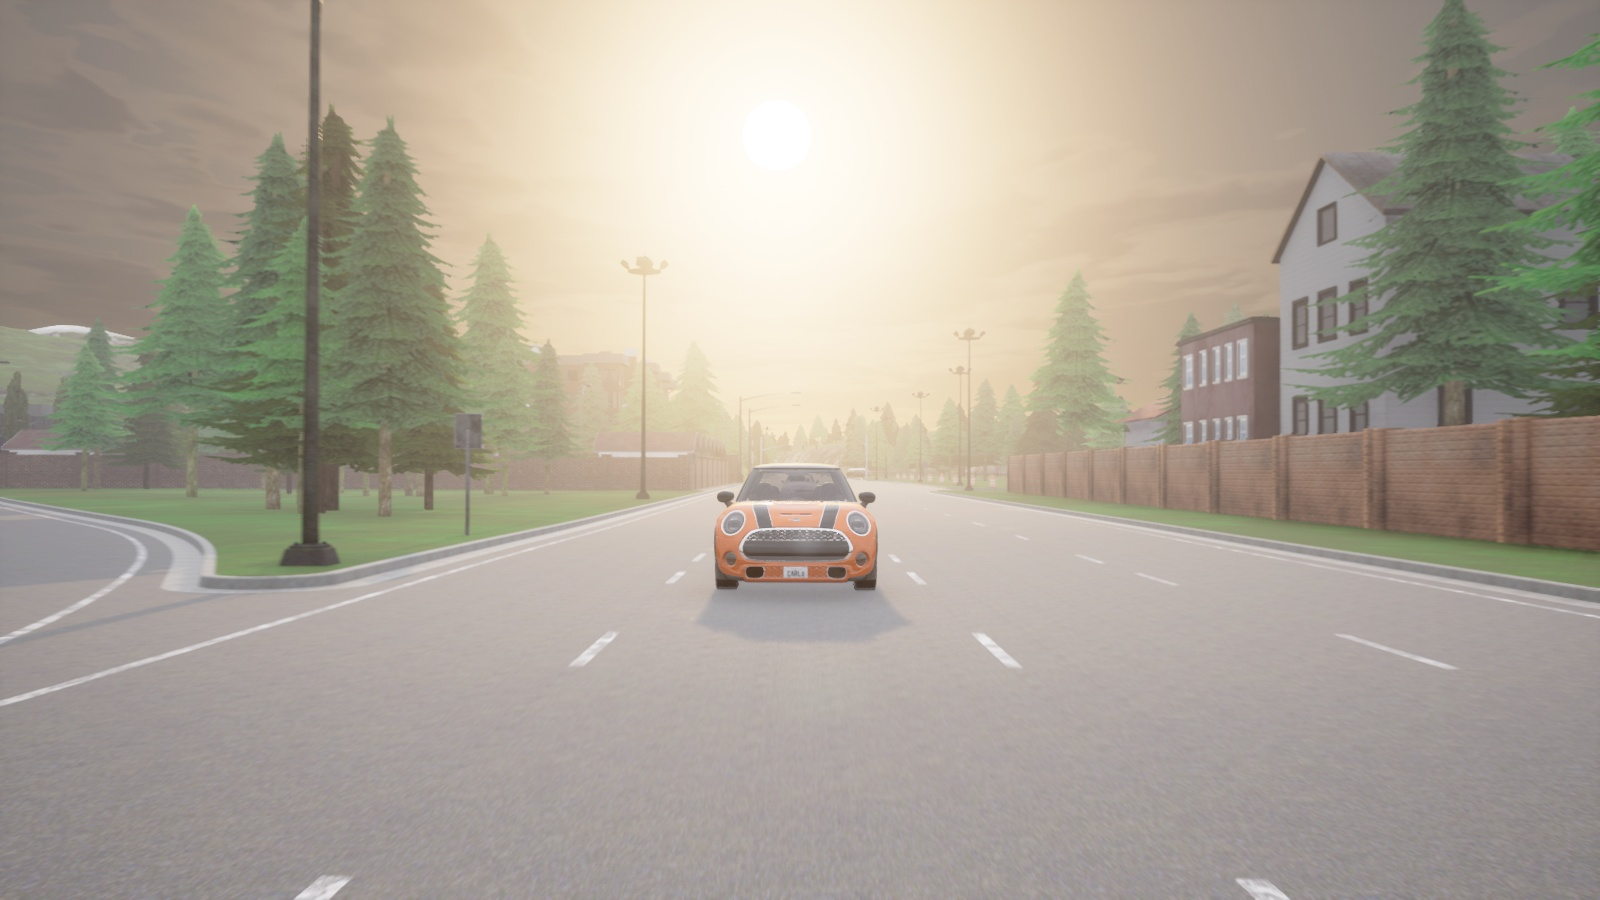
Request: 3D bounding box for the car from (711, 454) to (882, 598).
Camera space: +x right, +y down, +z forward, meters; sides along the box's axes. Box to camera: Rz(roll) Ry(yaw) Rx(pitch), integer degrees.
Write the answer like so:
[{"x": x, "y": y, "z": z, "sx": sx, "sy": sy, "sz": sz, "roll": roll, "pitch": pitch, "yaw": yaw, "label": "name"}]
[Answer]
[{"x": -0.044, "y": 0.968, "z": 17.770, "sx": 2.097, "sy": 1.767, "sz": 4.553, "roll": 0, "pitch": -1, "yaw": 0, "label": "car"}]
